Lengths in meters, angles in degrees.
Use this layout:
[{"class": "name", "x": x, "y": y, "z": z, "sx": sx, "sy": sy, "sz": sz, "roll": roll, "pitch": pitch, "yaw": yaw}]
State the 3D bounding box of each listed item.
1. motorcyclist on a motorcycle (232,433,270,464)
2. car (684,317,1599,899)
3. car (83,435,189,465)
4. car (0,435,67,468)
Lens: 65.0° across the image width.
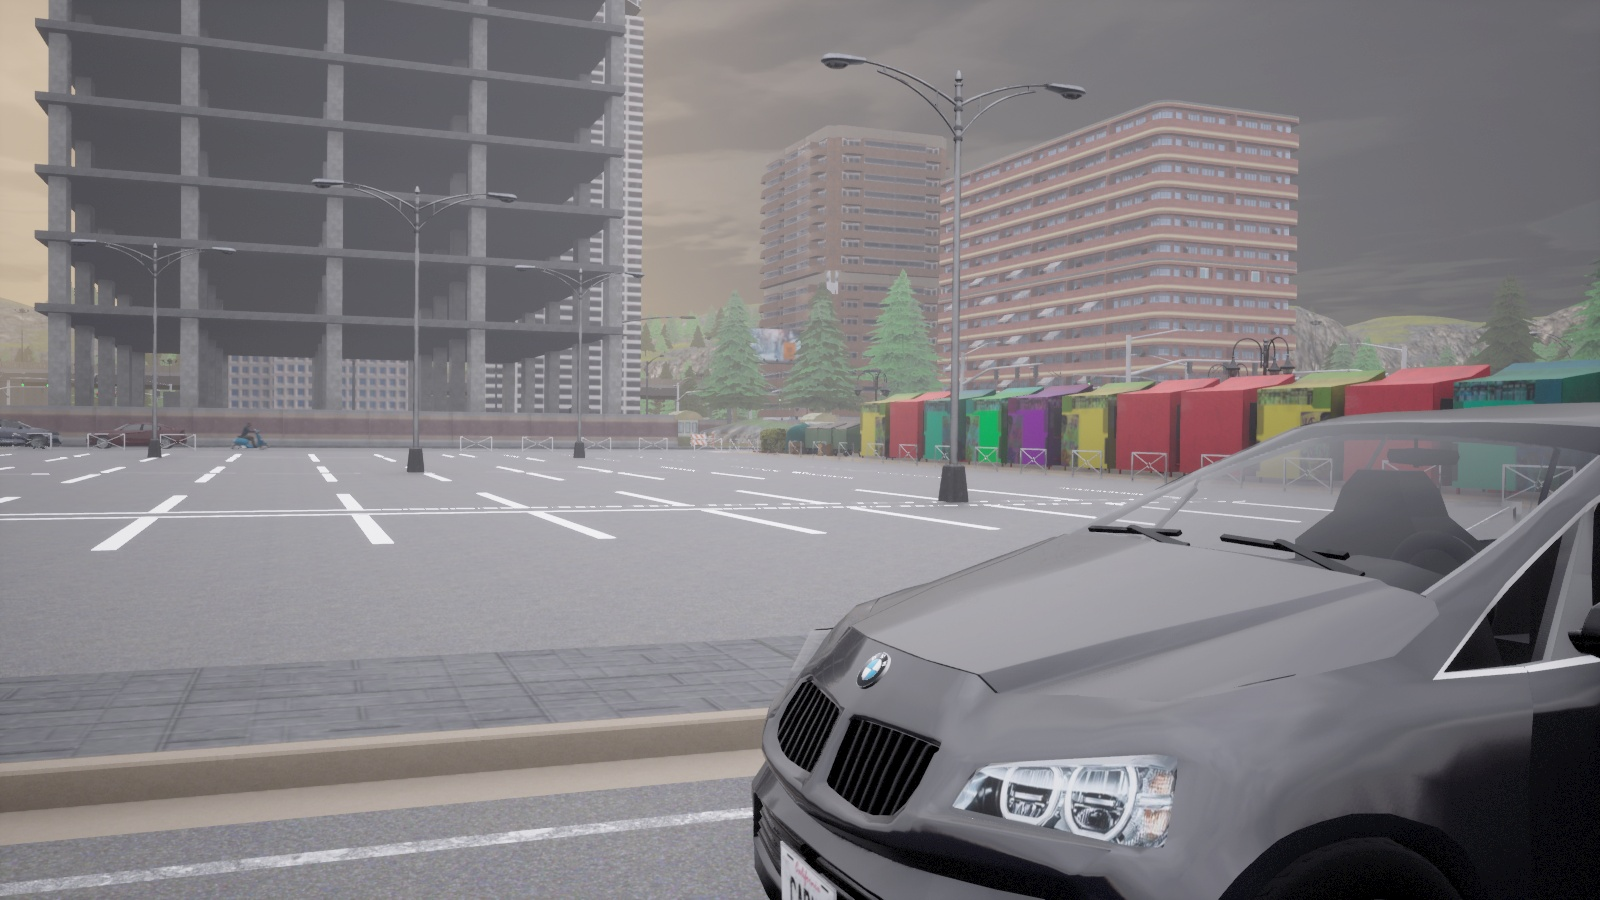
[{"class": "motorcyclist on a motorcycle", "x": -28.769, "y": -0.064, "z": 65.815, "sx": 1.817, "sy": 1.590, "sz": 0.866, "roll": -1, "pitch": 1, "yaw": -23}, {"class": "car", "x": 2.168, "y": 0.553, "z": 4.061, "sx": 4.611, "sy": 1.667, "sz": 2.242, "roll": -1, "pitch": 1, "yaw": -21}, {"class": "car", "x": -36.933, "y": -0.019, "z": 69.992, "sx": 5.008, "sy": 1.535, "sz": 1.882, "roll": -1, "pitch": 1, "yaw": -23}, {"class": "car", "x": -40.696, "y": 0.061, "z": 64.626, "sx": 4.856, "sy": 1.649, "sz": 2.033, "roll": -1, "pitch": 1, "yaw": -23}]
